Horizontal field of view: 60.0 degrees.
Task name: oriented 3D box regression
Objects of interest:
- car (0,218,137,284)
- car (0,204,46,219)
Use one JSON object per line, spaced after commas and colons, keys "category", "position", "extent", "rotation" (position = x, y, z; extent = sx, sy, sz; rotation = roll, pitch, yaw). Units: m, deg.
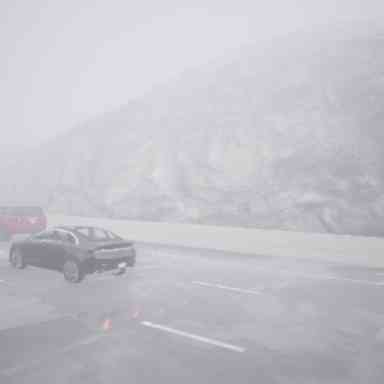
{"category": "car", "position": [-3.945, 1.832, 10.695], "extent": [4.902, 1.511, 2.128], "rotation": [0, -3, 35]}
{"category": "car", "position": [-10.967, 1.749, 20.172], "extent": [5.566, 2.045, 2.150], "rotation": [0, -3, 38]}
